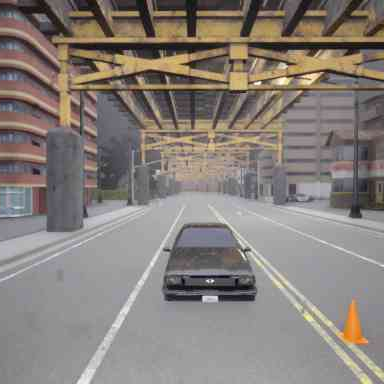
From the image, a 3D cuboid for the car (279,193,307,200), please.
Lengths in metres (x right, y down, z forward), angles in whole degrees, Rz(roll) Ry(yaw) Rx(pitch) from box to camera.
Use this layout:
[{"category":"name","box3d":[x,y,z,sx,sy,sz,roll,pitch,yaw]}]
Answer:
[{"category":"car","box3d":[17.857,0.803,58.925,4.536,1.218,1.853,0,1,25]}]

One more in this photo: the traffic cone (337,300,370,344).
[{"category":"traffic cone","box3d":[2.453,1.949,5.070,0.340,0.580,0.340,0,0,0]}]

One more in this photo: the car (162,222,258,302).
[{"category":"car","box3d":[0.361,1.534,8.677,2.033,1.411,5.357,0,0,1]}]

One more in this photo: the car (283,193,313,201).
[{"category":"car","box3d":[17.511,0.849,54.808,4.536,1.218,1.853,0,1,-20]}]

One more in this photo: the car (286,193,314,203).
[{"category":"car","box3d":[17.462,1.007,54.792,4.974,1.542,2.038,0,1,-20]}]

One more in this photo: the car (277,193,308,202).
[{"category":"car","box3d":[17.810,0.960,58.948,4.974,1.542,2.038,0,1,25]}]
